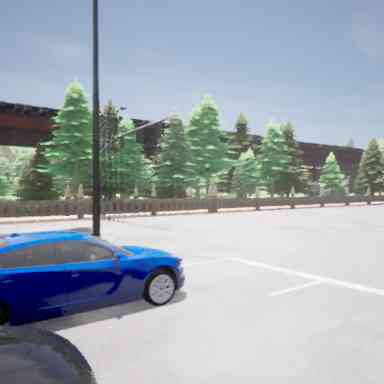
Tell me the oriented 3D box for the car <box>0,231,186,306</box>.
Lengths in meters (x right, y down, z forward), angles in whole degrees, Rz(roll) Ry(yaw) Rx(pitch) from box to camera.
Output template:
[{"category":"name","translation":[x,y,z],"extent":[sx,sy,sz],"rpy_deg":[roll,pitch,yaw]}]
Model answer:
[{"category":"car","translation":[-2.432,1.484,6.341],"extent":[5.008,1.535,1.882],"rpy_deg":[0,0,-35]}]

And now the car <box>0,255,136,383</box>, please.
[{"category":"car","translation":[-2.944,1.515,1.702],"extent":[4.892,1.490,1.837],"rpy_deg":[0,0,-35]}]
